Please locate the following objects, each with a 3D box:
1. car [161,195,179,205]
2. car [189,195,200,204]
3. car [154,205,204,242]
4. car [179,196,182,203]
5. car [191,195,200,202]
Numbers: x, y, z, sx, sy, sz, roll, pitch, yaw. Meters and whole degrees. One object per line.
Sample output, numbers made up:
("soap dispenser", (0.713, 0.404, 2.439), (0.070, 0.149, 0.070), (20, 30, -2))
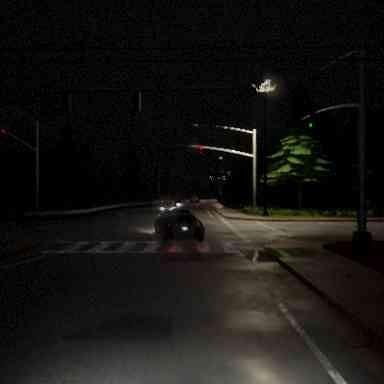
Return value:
("car", (-3.481, 1.370, 49.893), (2.097, 1.767, 4.553), (0, 0, 1))
("car", (0.445, 1.550, 66.197), (1.812, 1.442, 4.674), (0, 0, 3))
("car", (-0.737, 1.576, 16.496), (1.994, 1.385, 4.181), (0, 0, -12))
("car", (-3.118, 1.514, 66.827), (2.128, 1.511, 4.902), (0, 0, 3))
("car", (0.785, 1.470, 76.503), (1.837, 1.490, 4.892), (0, 0, 2))
